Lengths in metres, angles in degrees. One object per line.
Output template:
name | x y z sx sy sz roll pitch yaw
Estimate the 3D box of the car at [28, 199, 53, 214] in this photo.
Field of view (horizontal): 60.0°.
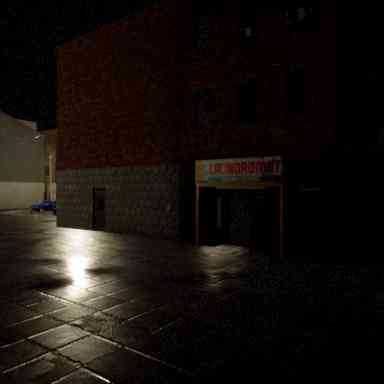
car | -15.593 1.554 36.742 1.812 1.442 4.674 0 0 35
